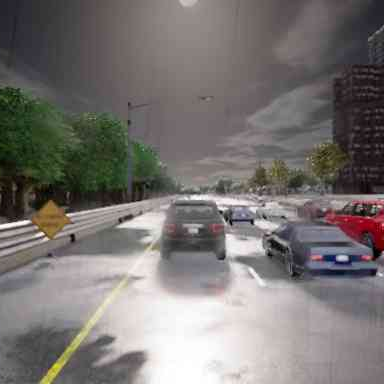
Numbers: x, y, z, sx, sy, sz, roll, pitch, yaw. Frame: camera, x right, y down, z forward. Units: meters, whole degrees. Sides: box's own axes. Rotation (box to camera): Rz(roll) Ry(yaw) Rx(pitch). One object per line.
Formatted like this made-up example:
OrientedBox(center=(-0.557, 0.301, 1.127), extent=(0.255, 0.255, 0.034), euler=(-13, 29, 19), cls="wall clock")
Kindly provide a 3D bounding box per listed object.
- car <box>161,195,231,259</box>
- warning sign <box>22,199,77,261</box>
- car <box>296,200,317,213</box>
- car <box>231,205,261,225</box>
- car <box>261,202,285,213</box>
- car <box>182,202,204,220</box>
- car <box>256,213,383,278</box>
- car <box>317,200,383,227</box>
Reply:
OrientedBox(center=(0.068, 1.296, 12.997), extent=(2.150, 2.045, 5.566), euler=(0, 0, 0), cls="car")
OrientedBox(center=(-4.543, 1.179, 10.719), extent=(1.300, 1.860, 1.060), euler=(0, 0, 0), cls="warning sign")
OrientedBox(center=(10.570, 1.479, 28.683), extent=(2.097, 1.767, 4.553), euler=(0, 0, 0), cls="car")
OrientedBox(center=(3.546, 1.666, 25.283), extent=(2.033, 1.411, 5.357), euler=(0, 0, 1), cls="car")
OrientedBox(center=(7.078, 1.657, 30.054), extent=(1.812, 1.442, 4.674), euler=(0, 0, 0), cls="car")
OrientedBox(center=(0.079, 1.658, 30.082), extent=(1.812, 1.442, 4.674), euler=(0, 0, 0), cls="car")
OrientedBox(center=(3.543, 1.607, 10.303), extent=(2.033, 1.411, 5.357), euler=(0, 0, 1), cls="car")
OrientedBox(center=(7.066, 1.295, 12.914), extent=(2.150, 2.045, 5.566), euler=(0, 0, 1), cls="car")
